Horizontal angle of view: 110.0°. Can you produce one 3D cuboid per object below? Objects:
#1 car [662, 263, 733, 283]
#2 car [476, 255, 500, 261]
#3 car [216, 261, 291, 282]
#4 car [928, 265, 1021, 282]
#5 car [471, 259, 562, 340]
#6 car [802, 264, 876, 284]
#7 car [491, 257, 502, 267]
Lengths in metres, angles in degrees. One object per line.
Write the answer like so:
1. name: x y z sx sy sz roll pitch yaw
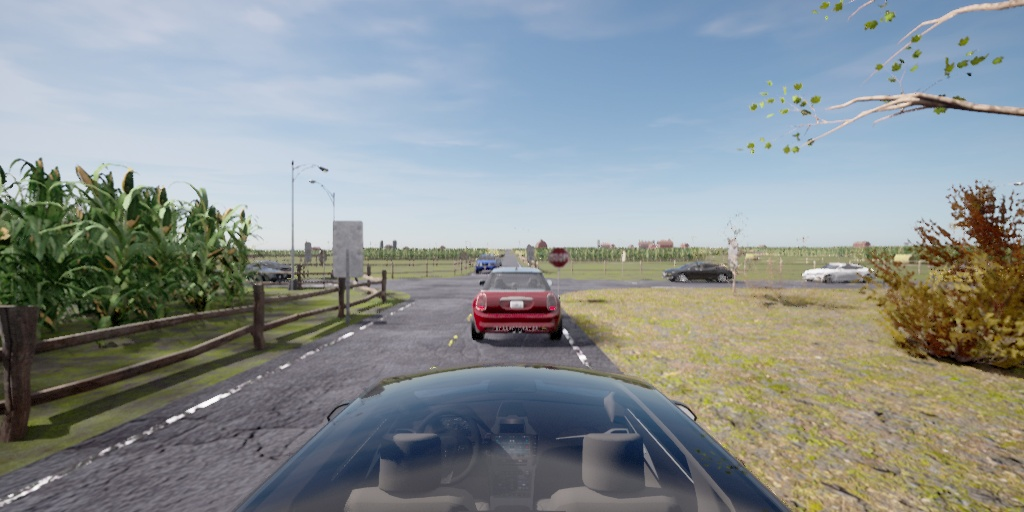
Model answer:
1. car: 13.932 1.239 27.079 4.892 1.490 1.837 0 0 0
2. car: -2.823 0.868 40.765 2.150 2.045 5.566 0 0 1
3. car: -17.593 1.219 24.087 4.181 1.385 1.994 0 0 0
4. car: 35.002 1.340 27.098 5.357 1.411 2.033 0 0 0
5. car: 0.110 1.087 10.041 2.097 1.767 4.553 0 0 0
6. car: 24.661 1.289 27.090 4.674 1.442 1.812 0 0 0
7. car: -2.704 1.048 63.296 1.837 1.490 4.892 0 1 1
